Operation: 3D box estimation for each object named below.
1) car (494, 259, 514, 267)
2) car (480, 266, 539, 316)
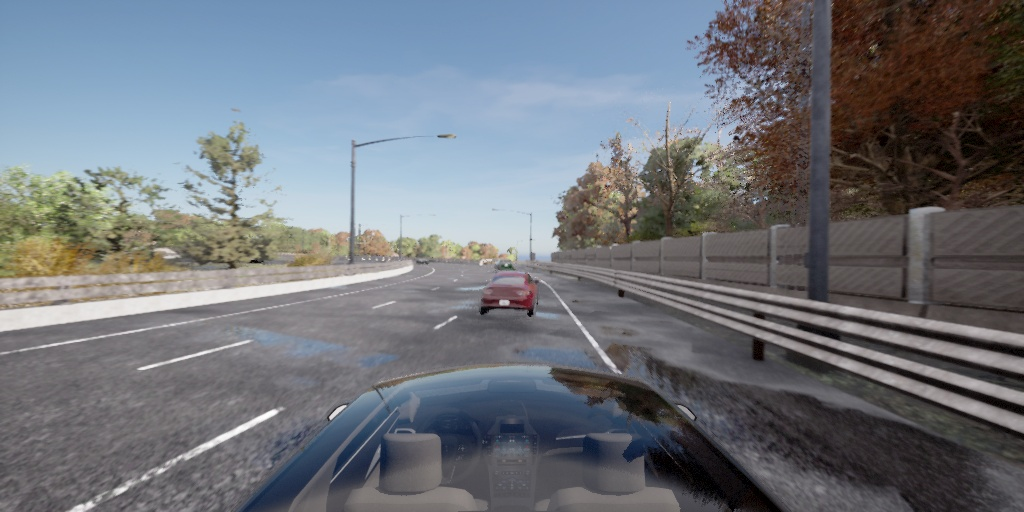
[{"bbox_3d":[-1.030,1.142,45.238,2.097,1.767,4.553,1,0,-10],"label":"car"},{"bbox_3d":[0.004,1.292,13.424,1.812,1.442,4.674,1,0,6],"label":"car"}]
